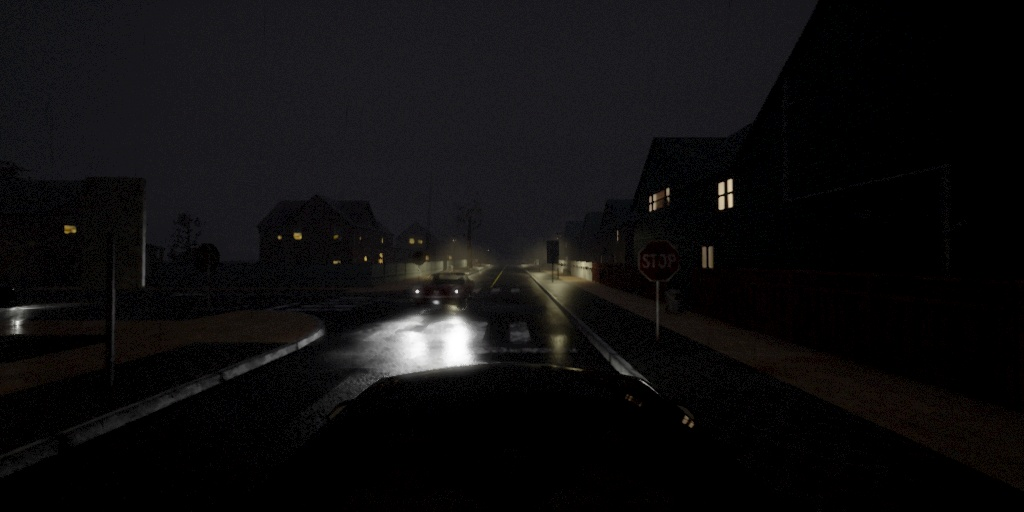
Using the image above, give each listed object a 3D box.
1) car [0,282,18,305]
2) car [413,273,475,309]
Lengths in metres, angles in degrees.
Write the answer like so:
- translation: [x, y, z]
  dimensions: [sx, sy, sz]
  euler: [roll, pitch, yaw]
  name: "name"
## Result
- translation: [-22.423, 1.265, 13.890]
  dimensions: [4.892, 1.490, 1.837]
  euler: [0, -1, 0]
  name: "car"
- translation: [-2.747, 1.388, 15.254]
  dimensions: [1.895, 1.301, 4.718]
  euler: [0, 0, 0]
  name: "car"
